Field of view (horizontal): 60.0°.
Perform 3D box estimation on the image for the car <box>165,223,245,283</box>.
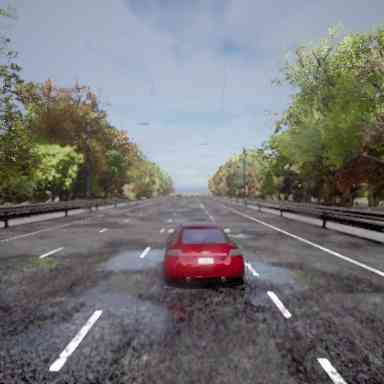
[{"bbox_3d":[0.240,1.581,9.750,1.994,1.385,4.181,0,0,-3],"label":"car"}]
